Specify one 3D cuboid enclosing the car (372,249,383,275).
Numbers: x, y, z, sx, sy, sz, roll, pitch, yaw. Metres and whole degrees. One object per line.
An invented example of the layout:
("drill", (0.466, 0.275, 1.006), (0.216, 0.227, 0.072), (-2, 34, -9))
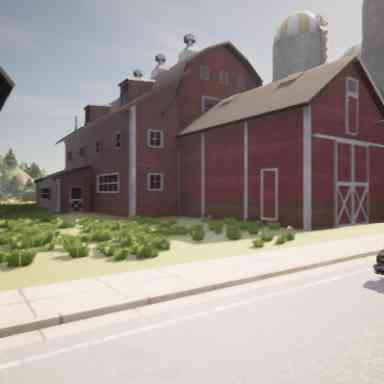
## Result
("car", (7.095, 1.554, 9.041), (5.357, 1.411, 2.033), (0, 0, -35))
